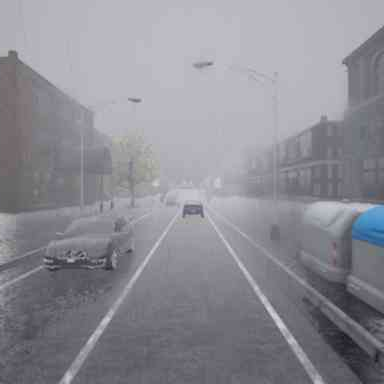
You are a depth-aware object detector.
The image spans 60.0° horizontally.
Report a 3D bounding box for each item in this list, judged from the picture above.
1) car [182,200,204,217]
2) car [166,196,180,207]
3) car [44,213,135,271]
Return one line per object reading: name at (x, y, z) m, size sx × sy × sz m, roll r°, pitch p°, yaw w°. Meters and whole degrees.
car at (0.105, 1.543, 32.037) m, size 1.882 × 1.535 × 5.008 m, roll 0°, pitch 0°, yaw 0°
car at (-3.049, 1.500, 53.590) m, size 2.097 × 1.767 × 4.553 m, roll 0°, pitch 0°, yaw 0°
car at (-3.098, 1.507, 10.939) m, size 1.837 × 1.490 × 4.892 m, roll 0°, pitch 0°, yaw 0°
